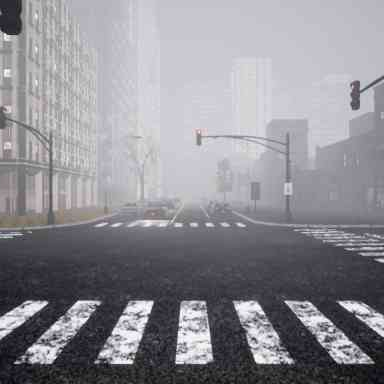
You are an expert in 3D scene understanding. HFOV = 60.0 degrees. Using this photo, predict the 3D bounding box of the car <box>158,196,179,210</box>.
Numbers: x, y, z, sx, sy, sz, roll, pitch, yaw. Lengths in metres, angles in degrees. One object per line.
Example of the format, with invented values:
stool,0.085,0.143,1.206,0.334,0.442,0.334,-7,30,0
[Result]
car,-3.121,1.578,42.286,1.994,1.385,4.181,0,0,0

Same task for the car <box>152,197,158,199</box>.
car,-5.714,1.541,41.767,1.752,1.417,4.829,0,0,0

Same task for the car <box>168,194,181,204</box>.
car,-3.048,1.599,64.088,1.994,1.385,4.181,0,0,0

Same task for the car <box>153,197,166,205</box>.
car,-5.724,1.594,58.559,1.947,1.339,4.313,0,0,0

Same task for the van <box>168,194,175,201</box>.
van,-5.743,1.414,91.805,1.690,1.788,3.998,0,0,0

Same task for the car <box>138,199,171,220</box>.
car,-3.115,1.572,28.422,1.994,1.385,4.181,0,0,0

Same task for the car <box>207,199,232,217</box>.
car,2.674,1.554,30.860,1.887,1.381,4.507,0,0,0

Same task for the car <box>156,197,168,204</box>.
car,-5.727,1.600,64.101,1.947,1.339,4.313,0,0,0

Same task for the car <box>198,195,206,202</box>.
car,2.647,1.600,75.187,2.008,1.369,4.403,0,0,0

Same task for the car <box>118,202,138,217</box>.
car,-5.707,1.591,30.855,1.802,1.307,4.206,0,0,0

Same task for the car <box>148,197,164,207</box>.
car,-5.720,1.575,53.019,2.008,1.369,4.403,0,0,0

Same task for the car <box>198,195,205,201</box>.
car,2.637,1.639,91.810,1.947,1.339,4.313,0,0,0

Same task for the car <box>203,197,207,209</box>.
car,2.667,1.598,41.943,1.802,1.307,4.206,0,0,0
